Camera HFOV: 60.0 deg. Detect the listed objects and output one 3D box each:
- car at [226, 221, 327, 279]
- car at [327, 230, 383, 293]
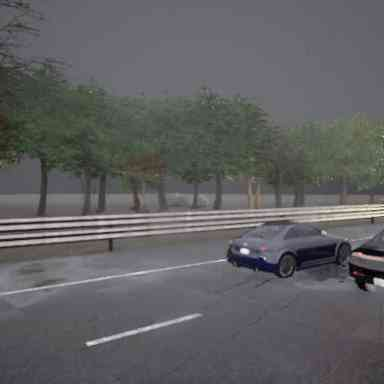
[{"bbox_3d":[3.072,1.590,10.234,4.181,1.385,1.994,0,0,-36],"label":"car"},{"bbox_3d":[5.590,1.519,7.733,4.902,1.511,2.128,0,0,-35],"label":"car"}]
